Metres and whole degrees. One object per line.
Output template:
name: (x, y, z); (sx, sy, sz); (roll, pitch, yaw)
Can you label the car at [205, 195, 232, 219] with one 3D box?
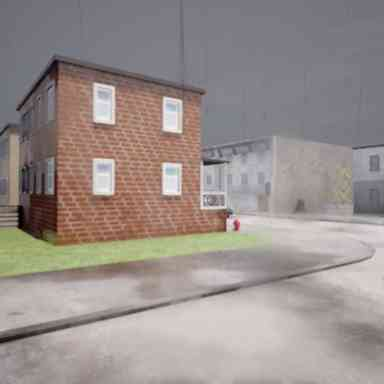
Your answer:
car: (1.229, 1.342, 30.175); (2.150, 2.045, 5.566); (0, 0, -36)
